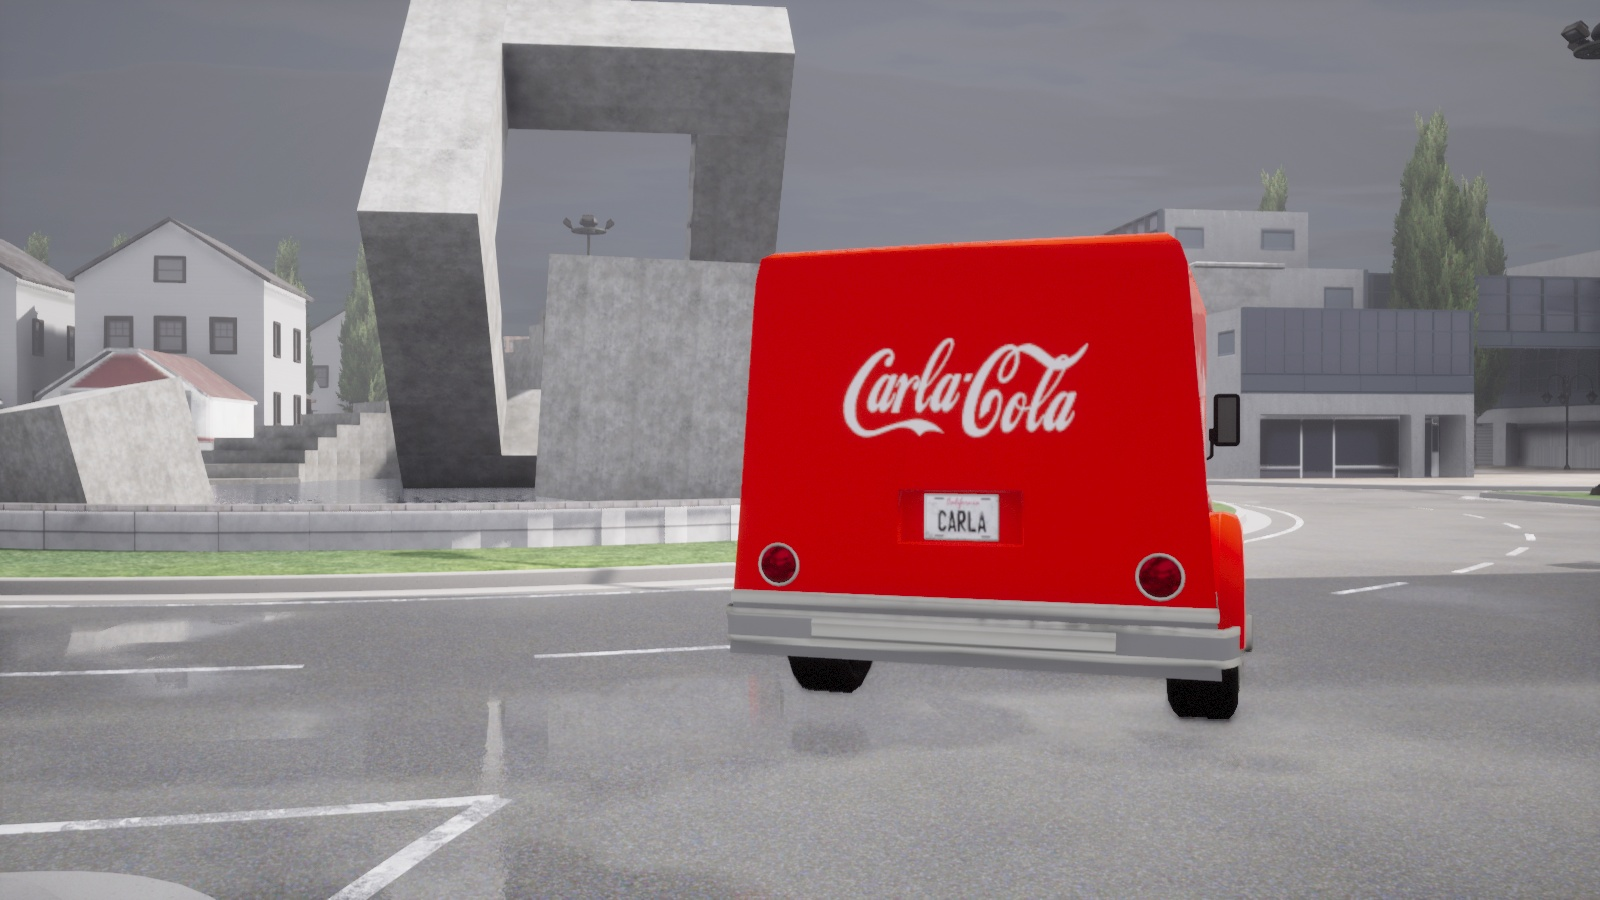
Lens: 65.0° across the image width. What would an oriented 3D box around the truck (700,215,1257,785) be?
[{"bbox_3d":[1.600,0.210,8.330,2.627,2.467,5.204,0,0,19],"label":"truck"}]
